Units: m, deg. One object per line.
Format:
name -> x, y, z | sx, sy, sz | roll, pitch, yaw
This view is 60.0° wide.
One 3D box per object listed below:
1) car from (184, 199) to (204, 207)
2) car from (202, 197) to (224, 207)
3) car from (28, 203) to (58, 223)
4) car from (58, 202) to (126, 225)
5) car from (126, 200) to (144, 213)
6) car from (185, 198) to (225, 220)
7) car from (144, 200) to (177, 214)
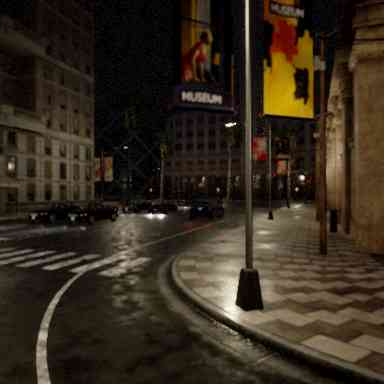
car -> 0.363, 1.799, 56.362 | 1.895, 1.301, 4.718 | 0, 0, 21
car -> 3.526, 1.680, 54.838 | 2.128, 1.511, 4.902 | 0, 0, 21
car -> -10.750, 1.604, 26.604 | 2.128, 1.511, 4.902 | 0, 0, 20
car -> -7.455, 1.594, 25.424 | 2.128, 1.511, 4.902 | 0, 0, 20
car -> -6.316, 1.639, 38.693 | 2.128, 1.511, 4.902 | 0, 0, 20
car -> 1.401, 1.447, 29.019 | 2.097, 1.767, 4.553 | 0, 0, 20
car -> -3.187, 1.700, 37.065 | 1.994, 1.385, 4.181 | 0, 0, 21
